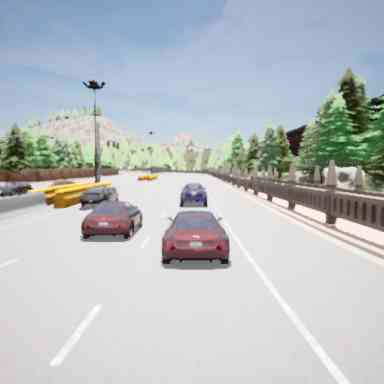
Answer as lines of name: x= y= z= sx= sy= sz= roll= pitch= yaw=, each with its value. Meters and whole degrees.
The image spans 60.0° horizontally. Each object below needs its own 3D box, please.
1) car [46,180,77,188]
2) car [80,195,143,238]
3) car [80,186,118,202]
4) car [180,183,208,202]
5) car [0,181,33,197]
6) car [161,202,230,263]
car: x=-13.932 y=-0.518 z=35.804 sx=1.882 sy=1.535 sz=5.008 roll=0 pitch=4 yaw=1
car: x=-3.396 y=1.081 z=14.758 sx=1.994 sy=1.385 sz=4.181 roll=0 pitch=3 yaw=0
car: x=-6.869 y=0.282 z=24.994 sx=2.128 sy=1.511 sz=4.902 roll=0 pitch=4 yaw=0
car: x=0.138 y=0.024 z=26.629 sx=2.097 sy=1.767 sz=4.553 roll=0 pitch=4 yaw=0
car: x=-17.482 y=-0.270 z=32.590 sx=2.128 sy=1.511 sz=4.902 roll=0 pitch=4 yaw=1
car: x=0.102 y=1.286 z=10.940 sx=1.994 sy=1.385 sz=4.181 roll=0 pitch=3 yaw=0
